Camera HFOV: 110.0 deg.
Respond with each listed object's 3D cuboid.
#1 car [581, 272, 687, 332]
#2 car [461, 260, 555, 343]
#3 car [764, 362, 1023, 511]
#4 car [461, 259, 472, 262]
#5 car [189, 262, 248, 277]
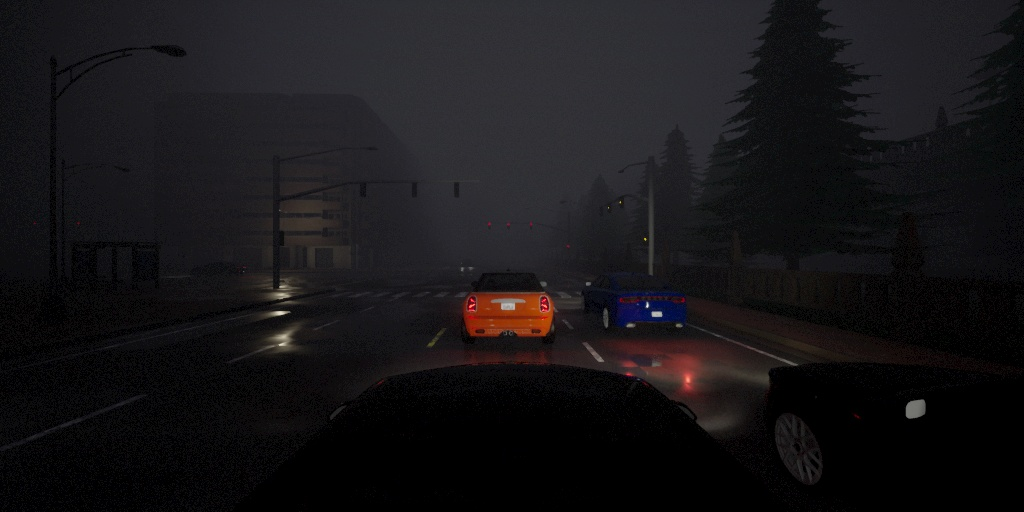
[{"bbox_3d":[3.418,1.228,10.957,1.882,1.535,5.008,0,0,0],"label":"car"},{"bbox_3d":[-0.081,1.102,9.813,2.097,1.767,4.553,0,0,0],"label":"car"},{"bbox_3d":[3.288,1.228,1.431,1.882,1.535,5.008,0,0,3],"label":"car"},{"bbox_3d":[-8.015,1.255,64.443,1.837,1.490,4.892,0,0,-1],"label":"car"},{"bbox_3d":[-29.100,1.310,35.616,4.892,1.490,1.837,0,0,-1],"label":"car"}]
